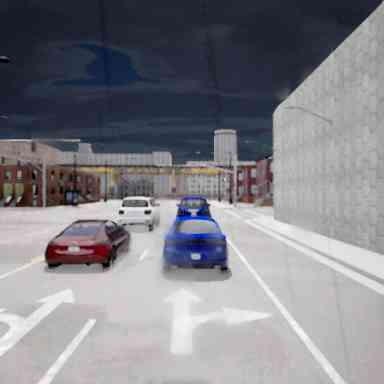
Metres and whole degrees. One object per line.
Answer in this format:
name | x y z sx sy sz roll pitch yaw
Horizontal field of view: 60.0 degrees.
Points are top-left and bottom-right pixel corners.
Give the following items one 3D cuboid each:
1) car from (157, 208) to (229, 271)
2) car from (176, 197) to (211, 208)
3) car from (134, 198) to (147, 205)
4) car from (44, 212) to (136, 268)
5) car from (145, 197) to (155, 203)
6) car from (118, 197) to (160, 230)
car | 0.098 1.536 11.134 1.882 1.535 5.008 0 0 0
car | 0.102 1.340 22.224 2.150 2.045 5.566 0 0 0
car | -10.490 1.905 67.938 1.994 1.385 4.181 0 0 0
car | -3.395 1.624 11.568 1.994 1.385 4.181 0 0 0
car | -10.486 1.925 83.547 1.837 1.490 4.892 0 0 0
car | -3.397 1.340 22.123 2.150 2.045 5.566 0 0 0
